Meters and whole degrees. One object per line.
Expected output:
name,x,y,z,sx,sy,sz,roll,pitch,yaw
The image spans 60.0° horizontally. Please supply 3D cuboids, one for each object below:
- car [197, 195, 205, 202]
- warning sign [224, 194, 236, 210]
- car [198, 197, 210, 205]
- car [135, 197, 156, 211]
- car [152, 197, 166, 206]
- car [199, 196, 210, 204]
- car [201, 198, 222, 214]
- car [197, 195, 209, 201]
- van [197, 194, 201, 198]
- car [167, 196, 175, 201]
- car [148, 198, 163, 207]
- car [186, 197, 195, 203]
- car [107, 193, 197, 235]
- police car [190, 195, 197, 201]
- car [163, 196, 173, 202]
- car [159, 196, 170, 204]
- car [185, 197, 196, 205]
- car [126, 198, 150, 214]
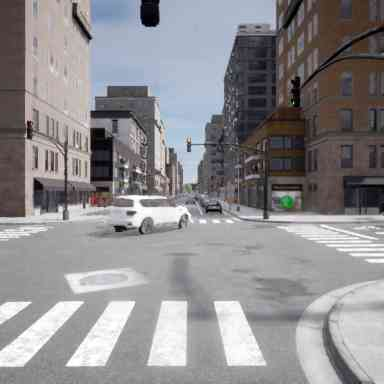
car,2.253,1.600,85.714,1.967,1.590,4.097,0,0,0
warning sign,4.579,1.162,40.085,1.300,1.860,1.060,0,0,0
car,2.263,1.647,63.671,2.008,1.369,4.403,0,0,0
car,-5.751,1.489,41.624,1.967,1.590,4.097,0,0,0
car,-5.759,1.634,58.156,2.008,1.369,4.403,0,0,0
car,2.271,1.641,47.139,1.802,1.307,4.206,0,0,0
car,2.276,1.606,36.116,1.947,1.339,4.313,0,0,0
car,2.268,1.637,52.649,1.947,1.339,4.313,0,0,0
van,2.266,1.424,58.160,1.690,1.788,3.998,0,0,0
car,-5.774,1.721,91.221,1.887,1.381,4.507,0,0,0
car,-5.756,1.653,52.645,1.802,1.307,4.206,0,0,0
car,-0.368,1.720,73.596,1.895,1.301,4.718,0,0,0
car,-2.345,1.233,19.343,2.150,2.045,5.566,1,1,35
police car,0.440,1.599,90.193,1.930,1.638,5.238,0,0,0
car,-5.769,1.694,80.199,2.008,1.369,4.403,0,0,0
car,-5.764,1.552,69.178,1.967,1.590,4.097,0,0,0
car,-0.273,1.643,63.250,2.033,1.411,5.357,0,0,0
car,-5.749,1.480,36.113,1.967,1.590,4.097,0,0,0
